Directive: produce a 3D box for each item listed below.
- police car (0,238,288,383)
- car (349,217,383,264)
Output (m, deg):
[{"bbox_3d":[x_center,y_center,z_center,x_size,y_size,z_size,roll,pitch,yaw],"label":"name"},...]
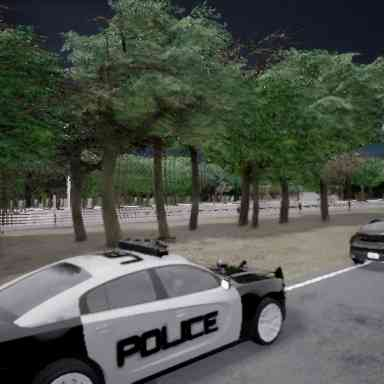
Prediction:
[{"bbox_3d":[-0.565,1.514,4.782,5.238,1.638,1.930,0,-1,-39],"label":"police car"},{"bbox_3d":[7.037,1.582,11.137,4.892,1.490,1.837,0,-1,-41],"label":"car"}]
